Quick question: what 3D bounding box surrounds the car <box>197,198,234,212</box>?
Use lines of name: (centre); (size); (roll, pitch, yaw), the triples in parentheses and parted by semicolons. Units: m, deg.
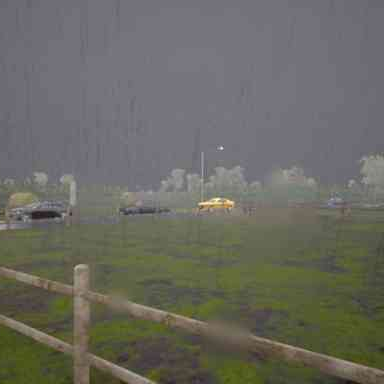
car: (2.810, 1.495, 39.220); (5.008, 1.535, 1.882); (0, 0, -40)

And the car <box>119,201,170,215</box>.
car: (-4.612, 1.555, 32.666); (5.357, 1.411, 2.033); (0, 0, -43)

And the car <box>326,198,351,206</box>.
car: (22.435, 1.586, 51.081); (4.674, 1.442, 1.812); (0, 0, -36)

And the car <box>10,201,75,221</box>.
car: (-11.636, 1.487, 25.884); (2.128, 1.511, 4.902); (1, 0, 44)

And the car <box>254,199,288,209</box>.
car: (10.586, 1.628, 45.608); (4.718, 1.301, 1.895); (0, 0, -38)

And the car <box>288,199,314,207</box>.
car: (14.518, 1.649, 45.059); (4.718, 1.301, 1.895); (0, 0, -37)
